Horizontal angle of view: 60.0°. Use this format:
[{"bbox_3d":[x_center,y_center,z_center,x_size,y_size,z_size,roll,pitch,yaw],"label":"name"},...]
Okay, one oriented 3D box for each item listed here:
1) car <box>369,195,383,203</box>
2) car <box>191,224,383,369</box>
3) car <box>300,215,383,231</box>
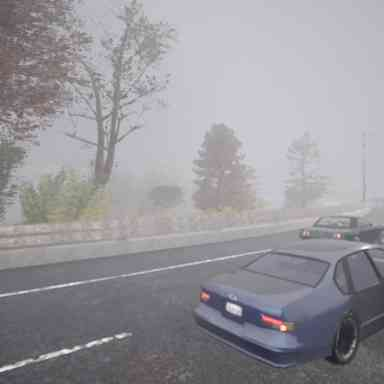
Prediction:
[{"bbox_3d":[37.745,1.491,68.308,1.837,1.490,4.892,0,0,10],"label":"car"},{"bbox_3d":[2.530,1.565,5.841,5.357,1.411,2.033,0,0,-38],"label":"car"},{"bbox_3d":[6.527,1.640,14.009,4.718,1.301,1.895,0,0,-42],"label":"car"}]
